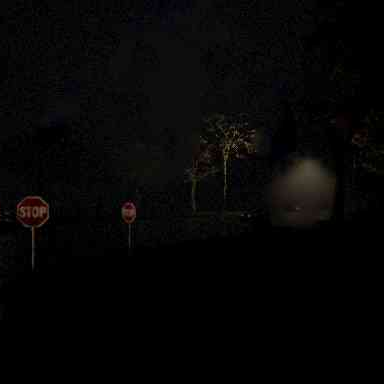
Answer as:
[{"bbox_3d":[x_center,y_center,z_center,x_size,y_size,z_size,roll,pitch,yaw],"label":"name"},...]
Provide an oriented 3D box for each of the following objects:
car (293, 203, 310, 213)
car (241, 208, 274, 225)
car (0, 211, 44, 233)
[{"bbox_3d":[23.150,3.368,70.143,2.150,2.045,5.566,1,-1,36],"label":"car"},{"bbox_3d":[7.114,2.566,35.872,2.097,1.767,4.553,1,-1,36],"label":"car"},{"bbox_3d":[-12.006,1.989,21.285,1.837,1.490,4.892,1,-1,36],"label":"car"}]
